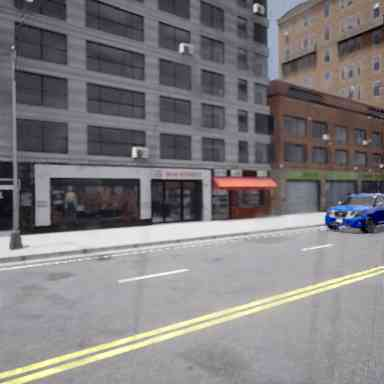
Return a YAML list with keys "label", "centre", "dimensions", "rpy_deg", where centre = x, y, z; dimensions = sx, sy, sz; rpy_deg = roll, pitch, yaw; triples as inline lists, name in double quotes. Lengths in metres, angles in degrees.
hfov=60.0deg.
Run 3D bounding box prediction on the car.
- label: "car"
  centre: [9.799, 1.100, 18.657]
  dimensions: [5.566, 2.045, 2.150]
  rpy_deg: [-1, 0, -36]
